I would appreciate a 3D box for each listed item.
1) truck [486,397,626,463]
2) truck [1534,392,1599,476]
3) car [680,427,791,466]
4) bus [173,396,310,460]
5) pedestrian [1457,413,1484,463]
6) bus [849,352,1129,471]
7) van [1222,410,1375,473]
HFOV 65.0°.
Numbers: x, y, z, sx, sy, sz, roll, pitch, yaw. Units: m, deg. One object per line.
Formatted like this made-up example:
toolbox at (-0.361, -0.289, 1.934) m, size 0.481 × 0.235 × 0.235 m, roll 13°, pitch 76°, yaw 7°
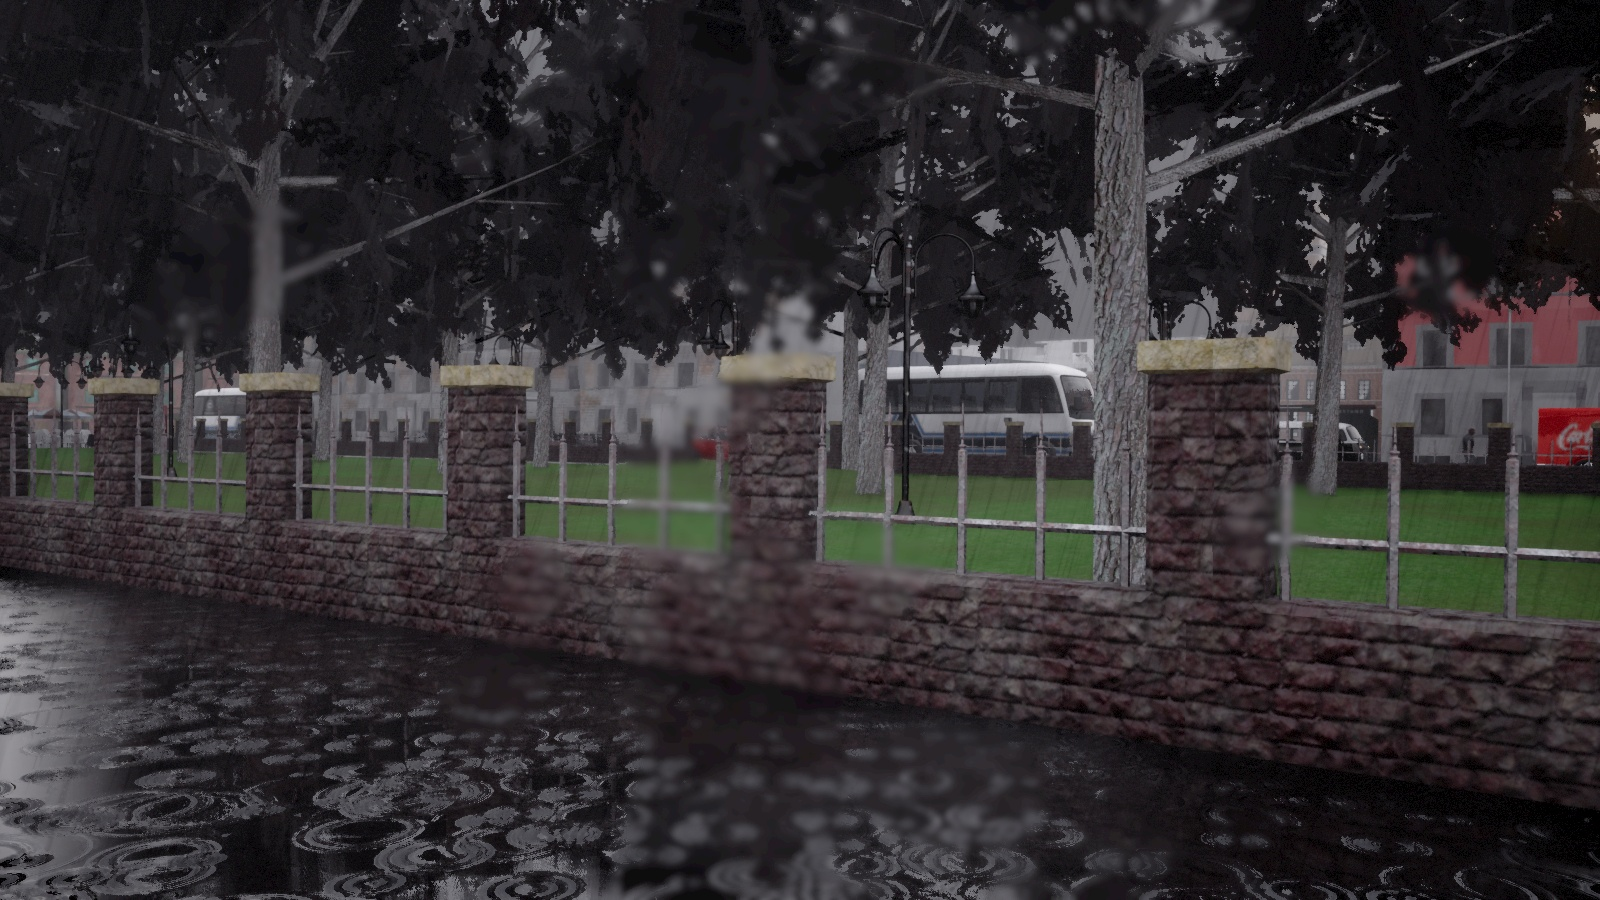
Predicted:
truck at (-13.536, -1.076, 69.451) m, size 7.936 × 3.462 × 2.891 m, roll 0°, pitch 1°, yaw 35°
truck at (24.907, -0.489, 37.226) m, size 5.204 × 2.467 × 2.627 m, roll 0°, pitch 1°, yaw 36°
car at (-2.955, -0.179, 57.050) m, size 4.611 × 1.667 × 2.242 m, roll 0°, pitch 1°, yaw 36°
bus at (-38.987, -1.486, 87.504) m, size 10.273 × 4.253 × 3.944 m, roll 0°, pitch 1°, yaw 35°
pedestrian at (25.542, -0.443, 47.838) m, size 0.849 × 1.883 × 0.563 m, roll 0°, pitch 1°, yaw 37°
bus at (7.330, -1.390, 49.697) m, size 10.273 × 4.253 × 3.944 m, roll 0°, pitch 1°, yaw 35°
van at (16.983, -0.284, 42.855) m, size 4.480 × 2.038 × 2.069 m, roll 0°, pitch 1°, yaw 35°
